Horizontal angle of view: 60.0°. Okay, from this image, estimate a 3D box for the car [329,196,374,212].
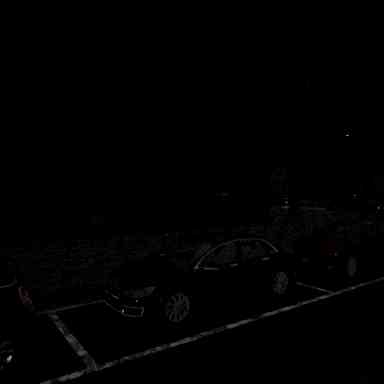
[{"bbox_3d":[15.961,1.171,32.991,2.128,1.511,4.902,0,1,-36],"label":"car"}]

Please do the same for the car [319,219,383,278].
[{"bbox_3d":[4.820,1.545,10.096,4.507,1.381,1.887,0,0,-36],"label":"car"}]

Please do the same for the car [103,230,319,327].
[{"bbox_3d":[0.379,1.551,6.924,4.403,1.369,2.008,0,0,-36],"label":"car"}]

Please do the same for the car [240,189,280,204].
[{"bbox_3d":[9.634,0.601,47.307,2.150,2.045,5.566,0,1,-36],"label":"car"}]

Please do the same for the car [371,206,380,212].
[{"bbox_3d":[9.260,1.441,13.268,4.097,1.590,1.967,0,0,-36],"label":"car"}]

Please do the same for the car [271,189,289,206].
[{"bbox_3d":[10.222,0.709,40.994,2.150,2.045,5.566,0,1,-35],"label":"car"}]

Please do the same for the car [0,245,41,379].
[{"bbox_3d":[-4.061,1.440,3.752,4.097,1.590,1.967,0,0,-36],"label":"car"}]
